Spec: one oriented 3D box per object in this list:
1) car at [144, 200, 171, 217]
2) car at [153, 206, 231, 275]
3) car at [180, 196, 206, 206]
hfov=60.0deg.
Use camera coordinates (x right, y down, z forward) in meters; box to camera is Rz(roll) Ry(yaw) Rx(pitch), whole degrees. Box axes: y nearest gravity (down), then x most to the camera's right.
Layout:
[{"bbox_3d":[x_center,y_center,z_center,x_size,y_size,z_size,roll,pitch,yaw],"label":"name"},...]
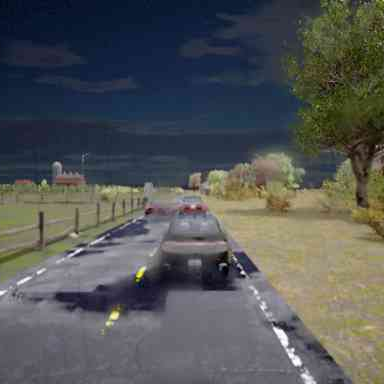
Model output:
[{"bbox_3d":[-2.845,1.383,28.202,1.895,1.301,4.718,0,0,0],"label":"car"},{"bbox_3d":[0.081,1.411,10.174,2.128,1.511,4.902,0,1,0],"label":"car"},{"bbox_3d":[0.084,1.142,27.087,2.097,1.767,4.553,0,0,0],"label":"car"}]
